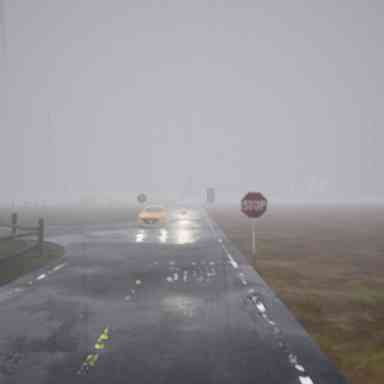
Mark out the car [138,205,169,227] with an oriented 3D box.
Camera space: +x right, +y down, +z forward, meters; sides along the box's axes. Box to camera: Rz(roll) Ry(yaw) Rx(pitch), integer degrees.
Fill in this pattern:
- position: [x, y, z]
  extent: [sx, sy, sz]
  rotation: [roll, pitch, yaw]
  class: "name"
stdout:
- position: [-2.749, 1.722, 24.566]
  extent: [1.882, 1.535, 5.008]
  rotation: [0, 0, 0]
  class: "car"
